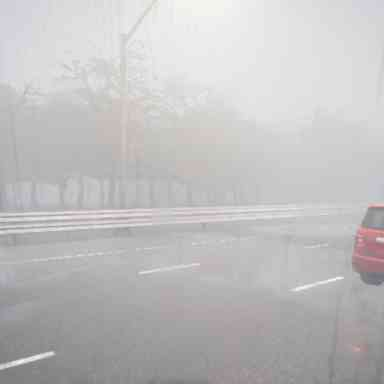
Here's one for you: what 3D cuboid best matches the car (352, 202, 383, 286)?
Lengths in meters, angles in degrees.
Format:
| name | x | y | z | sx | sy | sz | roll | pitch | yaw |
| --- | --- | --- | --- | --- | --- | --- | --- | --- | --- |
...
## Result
| name | x | y | z | sx | sy | sz | roll | pitch | yaw |
| --- | --- | --- | --- | --- | --- | --- | --- | --- | --- |
| car | 6.261 | 1.262 | 8.333 | 5.566 | 2.045 | 2.150 | 0 | 0 | -35 |
